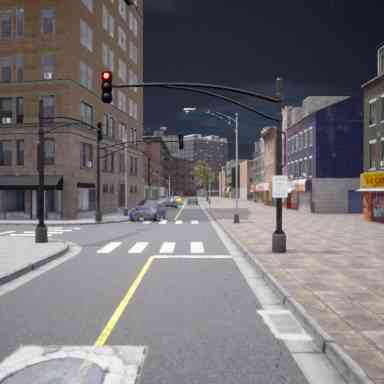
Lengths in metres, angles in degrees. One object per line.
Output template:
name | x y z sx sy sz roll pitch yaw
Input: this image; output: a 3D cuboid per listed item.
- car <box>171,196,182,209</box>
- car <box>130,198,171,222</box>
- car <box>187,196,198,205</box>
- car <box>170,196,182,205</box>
car | -2.831 1.558 44.565 2.033 1.411 5.357 0 0 0
car | -3.329 1.355 26.107 2.097 1.767 4.553 0 0 7
car | 0.118 1.510 59.158 2.128 1.511 4.902 0 0 0
car | -2.806 1.495 58.474 1.882 1.535 5.008 0 0 0
